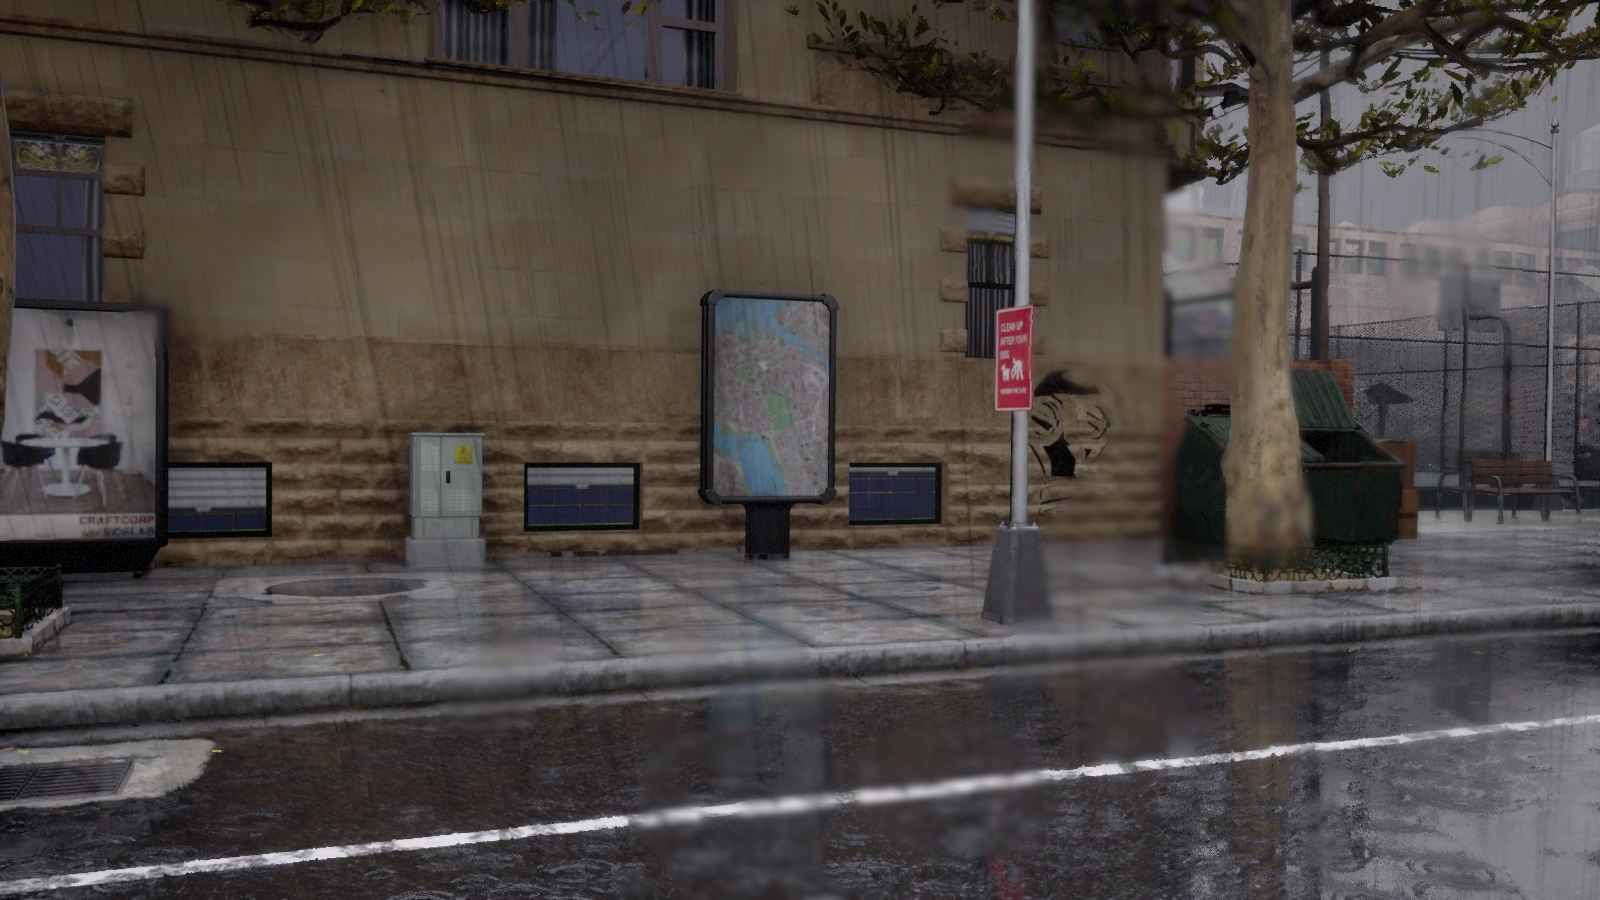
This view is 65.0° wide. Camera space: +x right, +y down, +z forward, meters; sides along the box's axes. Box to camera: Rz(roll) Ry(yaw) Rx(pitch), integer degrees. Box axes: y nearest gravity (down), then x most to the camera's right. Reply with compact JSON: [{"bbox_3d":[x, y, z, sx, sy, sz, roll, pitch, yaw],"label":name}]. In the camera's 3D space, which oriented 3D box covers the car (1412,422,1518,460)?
[{"bbox_3d":[28.319,-0.399,53.587,1.789,1.549,3.705,-1,1,-21],"label":"car"}]
